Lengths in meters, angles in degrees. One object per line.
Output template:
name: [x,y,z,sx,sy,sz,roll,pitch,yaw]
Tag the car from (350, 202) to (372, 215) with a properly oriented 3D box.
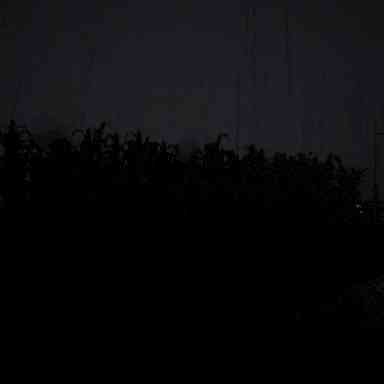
car: [13.837,1.273,30.417,2.097,1.767,4.553,0,0,-36]
